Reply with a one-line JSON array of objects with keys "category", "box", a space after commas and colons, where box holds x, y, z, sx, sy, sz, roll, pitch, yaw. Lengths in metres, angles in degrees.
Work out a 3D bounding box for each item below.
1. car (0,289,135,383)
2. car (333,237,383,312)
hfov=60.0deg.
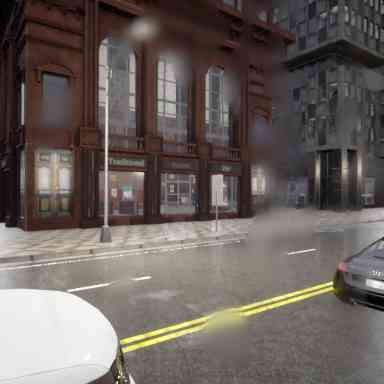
[{"category": "car", "box": [-2.920, 1.221, 1.352, 5.566, 2.045, 2.150, 0, 0, -36]}, {"category": "car", "box": [4.817, 1.562, 6.893, 4.181, 1.385, 1.994, 0, 0, -35]}]
